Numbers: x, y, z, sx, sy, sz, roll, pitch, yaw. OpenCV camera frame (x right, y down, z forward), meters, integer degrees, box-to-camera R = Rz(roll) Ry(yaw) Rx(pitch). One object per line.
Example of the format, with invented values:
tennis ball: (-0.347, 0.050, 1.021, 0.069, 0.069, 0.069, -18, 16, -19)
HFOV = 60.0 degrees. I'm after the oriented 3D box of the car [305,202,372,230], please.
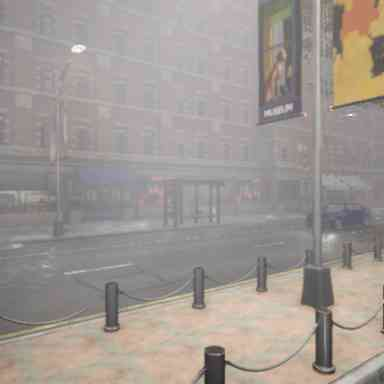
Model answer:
car: (8.920, 1.366, 20.176, 5.008, 1.535, 1.882, 0, 0, -35)
